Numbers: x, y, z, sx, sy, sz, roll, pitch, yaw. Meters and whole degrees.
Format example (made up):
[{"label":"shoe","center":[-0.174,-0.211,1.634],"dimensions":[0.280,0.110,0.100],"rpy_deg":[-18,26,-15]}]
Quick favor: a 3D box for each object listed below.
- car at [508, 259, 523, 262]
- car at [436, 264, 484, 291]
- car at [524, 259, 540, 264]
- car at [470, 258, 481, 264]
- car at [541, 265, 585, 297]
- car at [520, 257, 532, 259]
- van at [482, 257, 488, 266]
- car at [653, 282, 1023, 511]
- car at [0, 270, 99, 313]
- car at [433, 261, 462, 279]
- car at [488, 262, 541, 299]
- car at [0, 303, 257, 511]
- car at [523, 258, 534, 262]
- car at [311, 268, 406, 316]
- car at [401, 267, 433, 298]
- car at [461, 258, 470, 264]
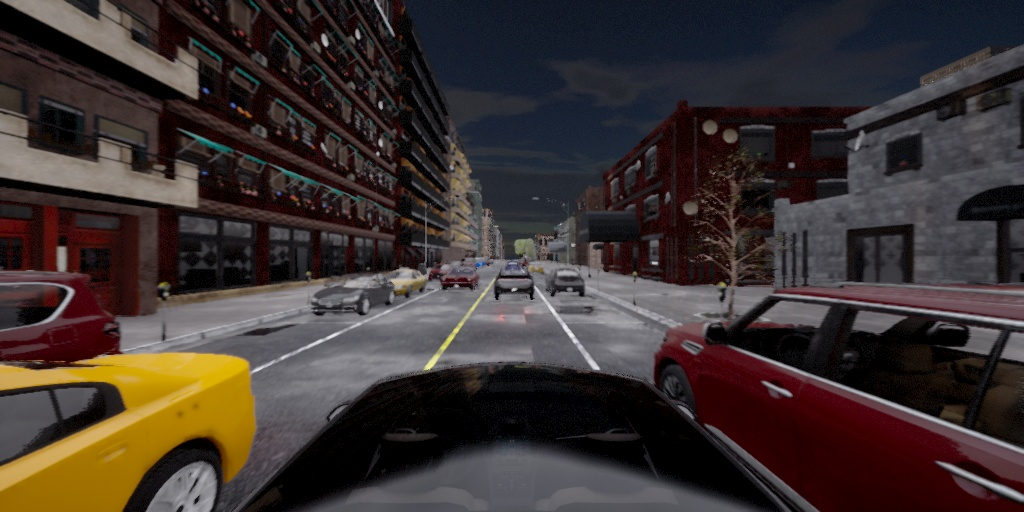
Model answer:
[{"label":"car","center":[0.102,1.333,43.959],"dimensions":[1.812,1.442,4.674],"rpy_deg":[0,0,0]},{"label":"car","center":[-3.072,1.373,22.083],"dimensions":[1.895,1.301,4.718],"rpy_deg":[0,0,0]},{"label":"car","center":[2.691,1.327,41.209],"dimensions":[1.751,1.417,4.829],"rpy_deg":[0,0,0]},{"label":"car","center":[-5.690,1.127,46.579],"dimensions":[2.192,1.841,5.009],"rpy_deg":[0,0,0]},{"label":"car","center":[2.691,1.319,18.883],"dimensions":[2.007,1.370,4.403],"rpy_deg":[0,0,0]},{"label":"car","center":[2.692,1.151,57.656],"dimensions":[2.192,1.841,5.009],"rpy_deg":[0,0,0]},{"label":"van","center":[-5.689,1.191,63.196],"dimensions":[1.690,1.789,3.998],"rpy_deg":[0,0,0]},{"label":"car","center":[2.691,1.065,2.266],"dimensions":[2.192,1.841,5.009],"rpy_deg":[0,0,0]},{"label":"car","center":[-5.690,1.065,2.265],"dimensions":[2.192,1.841,5.009],"rpy_deg":[0,0,0]},{"label":"car","center":[-5.690,1.329,29.962],"dimensions":[1.888,1.381,4.507],"rpy_deg":[0,0,0]},{"label":"car","center":[0.101,1.258,18.055],"dimensions":[2.128,1.511,4.902],"rpy_deg":[0,0,0]},{"label":"car","center":[-3.081,1.227,0.900],"dimensions":[1.882,1.535,5.008],"rpy_deg":[0,0,0]},{"label":"car","center":[2.691,1.363,46.579],"dimensions":[2.007,1.370,4.403],"rpy_deg":[0,0,0]},{"label":"car","center":[-5.690,1.312,13.343],"dimensions":[2.007,1.370,4.403],"rpy_deg":[0,0,0]},{"label":"car","center":[-5.690,1.293,18.712],"dimensions":[1.751,1.417,4.829],"rpy_deg":[0,0,0]},{"label":"car","center":[-5.689,1.232,35.500],"dimensions":[1.967,1.591,4.097],"rpy_deg":[0,0,0]}]
